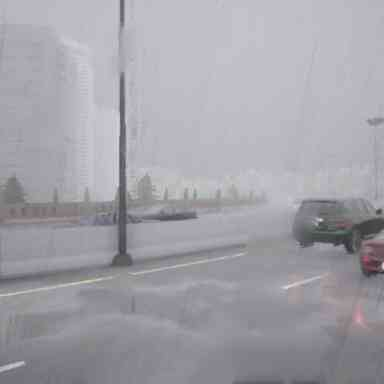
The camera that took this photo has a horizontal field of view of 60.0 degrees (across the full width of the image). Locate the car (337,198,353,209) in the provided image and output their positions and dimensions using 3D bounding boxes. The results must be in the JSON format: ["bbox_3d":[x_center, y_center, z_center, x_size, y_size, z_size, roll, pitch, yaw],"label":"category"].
[{"bbox_3d":[22.325,1.662,48.583,1.994,1.385,4.181,0,0,25],"label":"car"}]

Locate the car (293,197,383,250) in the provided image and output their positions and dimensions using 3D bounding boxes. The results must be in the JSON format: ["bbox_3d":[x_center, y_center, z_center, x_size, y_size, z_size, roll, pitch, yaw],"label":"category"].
[{"bbox_3d":[6.417,1.251,13.978,5.566,2.045,2.150,0,0,-43],"label":"car"}]

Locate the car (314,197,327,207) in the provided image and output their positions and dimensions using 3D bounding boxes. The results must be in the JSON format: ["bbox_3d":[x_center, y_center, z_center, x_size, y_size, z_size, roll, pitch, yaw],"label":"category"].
[{"bbox_3d":[21.741,1.601,56.277,1.882,1.535,5.008,0,0,21],"label":"car"}]

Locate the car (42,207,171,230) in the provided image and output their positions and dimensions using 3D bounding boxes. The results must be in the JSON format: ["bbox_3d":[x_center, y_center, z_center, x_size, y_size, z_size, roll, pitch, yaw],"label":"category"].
[{"bbox_3d":[-3.802,1.601,14.497,5.357,1.411,2.033,0,0,-39],"label":"car"}]

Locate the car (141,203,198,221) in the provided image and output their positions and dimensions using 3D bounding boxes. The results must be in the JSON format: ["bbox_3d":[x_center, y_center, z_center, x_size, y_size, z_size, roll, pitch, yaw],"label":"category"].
[{"bbox_3d":[-1.837,1.546,20.900,5.008,1.535,1.882,0,0,-44],"label":"car"}]

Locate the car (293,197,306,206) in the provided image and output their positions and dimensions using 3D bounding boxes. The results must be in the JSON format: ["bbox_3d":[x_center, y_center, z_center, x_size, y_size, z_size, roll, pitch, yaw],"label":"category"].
[{"bbox_3d":[19.300,1.686,59.732,2.033,1.411,5.357,0,0,19],"label":"car"}]

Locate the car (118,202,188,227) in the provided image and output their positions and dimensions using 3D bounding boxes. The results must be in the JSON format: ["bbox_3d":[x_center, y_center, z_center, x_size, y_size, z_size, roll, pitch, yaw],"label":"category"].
[{"bbox_3d":[-2.826,1.574,24.796,4.902,1.511,2.128,0,0,-44],"label":"car"}]

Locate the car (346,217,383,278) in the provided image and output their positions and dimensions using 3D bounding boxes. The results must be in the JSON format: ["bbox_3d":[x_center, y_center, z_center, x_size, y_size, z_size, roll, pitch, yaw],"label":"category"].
[{"bbox_3d":[6.217,1.541,9.090,4.674,1.442,1.812,0,0,-41],"label":"car"}]
